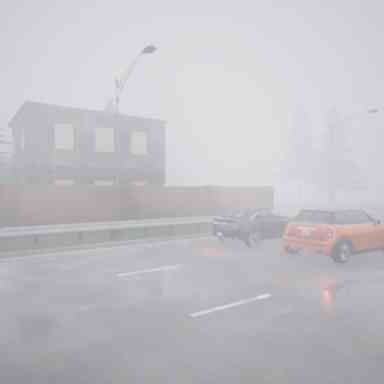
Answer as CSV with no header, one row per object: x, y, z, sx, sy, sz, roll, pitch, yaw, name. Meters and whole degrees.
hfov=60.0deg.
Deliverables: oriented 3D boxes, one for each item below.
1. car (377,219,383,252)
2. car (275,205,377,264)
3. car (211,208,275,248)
7.740,1.178,9.309,5.566,2.045,2.150,1,0,-35,car
5.406,1.316,11.946,4.553,1.767,2.097,0,0,-35,car
3.089,1.456,14.596,4.902,1.511,2.128,0,0,-35,car
